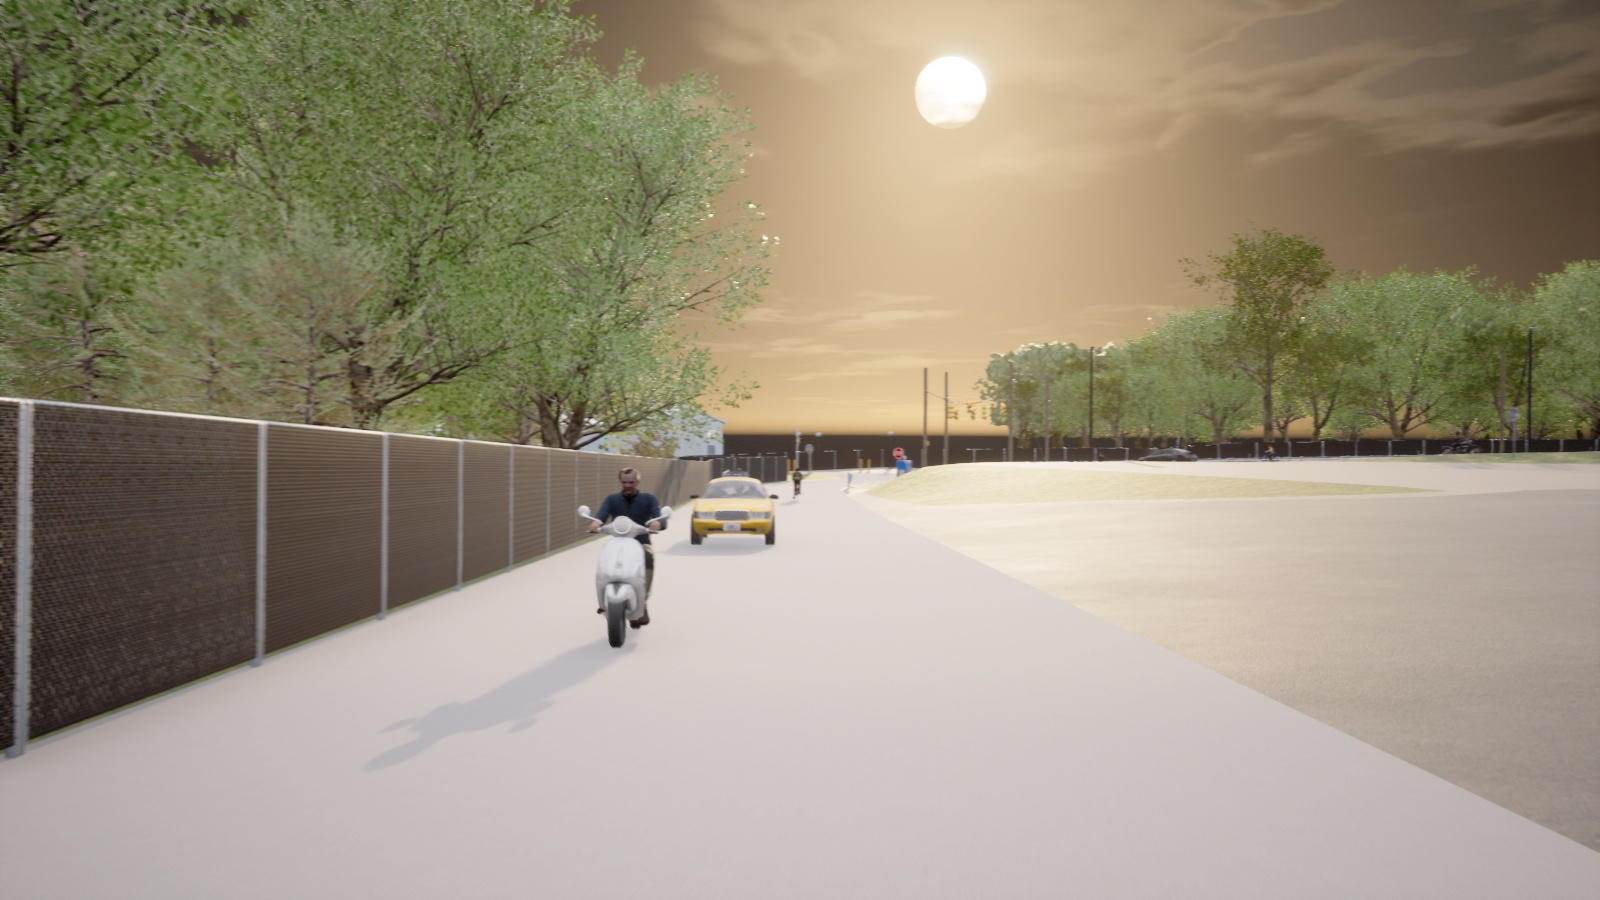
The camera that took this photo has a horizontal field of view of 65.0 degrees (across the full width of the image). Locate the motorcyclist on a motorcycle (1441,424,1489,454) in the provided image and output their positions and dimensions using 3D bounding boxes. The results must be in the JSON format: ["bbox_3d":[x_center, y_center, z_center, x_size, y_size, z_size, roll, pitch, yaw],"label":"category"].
[{"bbox_3d":[40.073,-0.649,75.665,0.766,1.649,2.350,-1,-2,-38],"label":"motorcyclist on a motorcycle"}]

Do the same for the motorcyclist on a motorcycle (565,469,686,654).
[{"bbox_3d":[-1.582,0.972,11.703,0.866,1.590,1.817,0,-1,0],"label":"motorcyclist on a motorcycle"}]

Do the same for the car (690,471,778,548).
[{"bbox_3d":[-1.412,1.263,28.315,1.801,1.575,5.366,0,-1,-1],"label":"car"}]
